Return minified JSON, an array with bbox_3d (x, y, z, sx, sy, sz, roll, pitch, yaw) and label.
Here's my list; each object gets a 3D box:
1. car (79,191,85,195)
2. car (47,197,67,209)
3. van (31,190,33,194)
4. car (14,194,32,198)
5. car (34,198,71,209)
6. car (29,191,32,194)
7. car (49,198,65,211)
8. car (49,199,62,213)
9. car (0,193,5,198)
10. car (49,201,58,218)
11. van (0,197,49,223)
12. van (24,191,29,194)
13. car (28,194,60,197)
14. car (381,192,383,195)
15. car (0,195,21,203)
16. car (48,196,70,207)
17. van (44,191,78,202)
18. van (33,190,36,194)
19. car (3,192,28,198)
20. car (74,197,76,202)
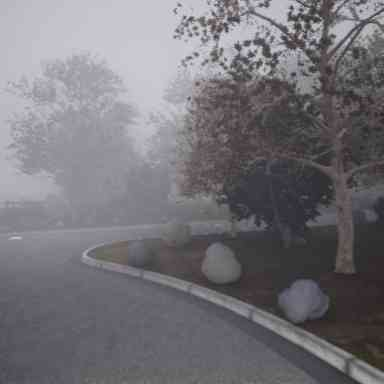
[{"bbox_3d":[-28.668,0.767,80.880,5.566,2.045,2.435,-1,1,-14],"label":"car"},{"bbox_3d":[-18.252,1.802,40.582,4.892,1.521,2.231,-1,1,-14],"label":"car"},{"bbox_3d":[-42.620,0.975,82.270,4.442,1.987,1.878,-1,1,-14],"label":"van"},{"bbox_3d":[-26.964,1.620,54.431,2.128,1.511,4.902,-1,1,-14],"label":"car"},{"bbox_3d":[-20.326,1.682,48.646,4.674,1.452,2.002,-1,1,-14],"label":"car"},{"bbox_3d":[-41.809,1.252,79.585,5.008,1.535,2.097,-1,1,-14],"label":"car"},{"bbox_3d":[-17.526,1.883,37.906,4.792,1.488,2.163,-1,1,-14],"label":"car"},{"bbox_3d":[-17.042,1.909,35.165,5.366,1.575,1.946,-1,1,-14],"label":"car"},{"bbox_3d":[-39.037,1.211,68.717,5.566,2.045,2.435,-1,1,-14],"label":"car"},{"bbox_3d":[-16.140,1.991,32.531,4.792,1.488,2.163,-1,1,-14],"label":"car"},{"bbox_3d":[-15.594,1.793,29.803,4.442,1.987,1.878,-1,1,-14],"label":"van"},{"bbox_3d":[-40.994,1.076,76.896,4.442,1.987,1.878,-1,1,-14],"label":"van"},{"bbox_3d":[-19.603,1.568,45.963,4.553,1.767,2.185,-1,1,-14],"label":"car"},{"bbox_3d":[27.198,0.034,43.961,2.097,1.767,4.553,-1,1,-12],"label":"car"},{"bbox_3d":[-39.884,1.410,71.398,5.366,1.575,1.946,-1,1,-14],"label":"car"},{"bbox_3d":[-18.934,1.747,43.272,5.008,1.535,2.097,-1,1,-14],"label":"car"},{"bbox_3d":[-22.293,1.257,56.732,4.442,1.987,1.878,-1,1,-14],"label":"van"},{"bbox_3d":[-43.094,0.913,85.040,4.442,1.987,1.878,-1,1,-14],"label":"van"},{"bbox_3d":[-31.943,1.311,60.315,2.128,1.511,4.902,-1,1,-14],"label":"car"},{"bbox_3d":[-21.022,1.589,51.331,5.008,1.535,2.097,-1,1,-14],"label":"car"}]
